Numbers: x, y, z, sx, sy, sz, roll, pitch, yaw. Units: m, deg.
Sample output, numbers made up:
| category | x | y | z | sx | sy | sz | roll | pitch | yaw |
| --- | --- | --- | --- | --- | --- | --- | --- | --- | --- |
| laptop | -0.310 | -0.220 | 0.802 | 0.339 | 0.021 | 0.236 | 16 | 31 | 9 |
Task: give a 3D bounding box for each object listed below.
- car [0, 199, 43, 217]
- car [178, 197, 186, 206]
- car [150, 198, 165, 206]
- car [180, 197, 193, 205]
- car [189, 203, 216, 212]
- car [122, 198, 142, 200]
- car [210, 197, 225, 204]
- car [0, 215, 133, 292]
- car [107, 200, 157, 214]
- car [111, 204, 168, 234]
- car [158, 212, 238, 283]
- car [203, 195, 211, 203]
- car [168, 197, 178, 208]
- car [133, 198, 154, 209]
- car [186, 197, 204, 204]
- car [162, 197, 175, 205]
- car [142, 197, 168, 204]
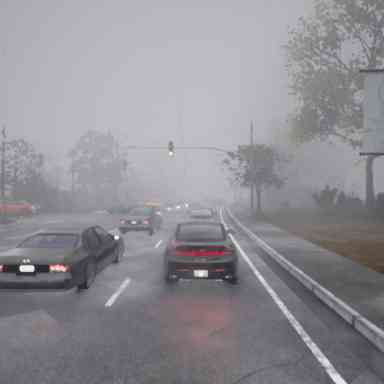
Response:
| category | x | y | z | sx | sy | sz | roll | pitch | yaw |
| --- | --- | --- | --- | --- | --- | --- | --- | --- | --- |
| car | -17.547 | 1.557 | 33.766 | 4.553 | 1.767 | 2.097 | 0 | 0 | 5 |
| car | -2.721 | 1.886 | 64.734 | 2.128 | 1.511 | 4.902 | 0 | 0 | 8 |
| car | -6.510 | 1.908 | 62.779 | 1.812 | 1.442 | 4.674 | 0 | 0 | 8 |
| car | -1.255 | 1.980 | 74.900 | 2.128 | 1.511 | 4.902 | 0 | 0 | 9 |
| car | 0.606 | 1.652 | 20.700 | 1.812 | 1.442 | 4.674 | 0 | 0 | 3 |
| car | -8.569 | 1.620 | 43.953 | 2.097 | 1.767 | 4.553 | 0 | 0 | 5 |
| car | 5.828 | 1.975 | 74.891 | 1.812 | 1.442 | 4.674 | 0 | 0 | 9 |
| car | -3.276 | 1.604 | 9.208 | 2.033 | 1.411 | 5.357 | 0 | 0 | 1 |
| car | -6.402 | 1.811 | 34.555 | 4.718 | 1.301 | 1.895 | 0 | 0 | -13 |
| car | -2.947 | 1.669 | 19.926 | 2.033 | 1.411 | 5.357 | 0 | 0 | 2 |
| car | 0.250 | 1.567 | 9.858 | 1.837 | 1.490 | 4.892 | 0 | 0 | 1 |
| car | 3.972 | 1.744 | 85.131 | 2.150 | 2.045 | 5.566 | 0 | 0 | 10 |
| car | -3.962 | 1.898 | 54.826 | 1.994 | 1.385 | 4.181 | 0 | 0 | 6 |
| car | -7.693 | 1.814 | 52.899 | 2.128 | 1.511 | 4.902 | 0 | 0 | 6 |
| car | 0.574 | 1.977 | 61.766 | 1.895 | 1.301 | 4.718 | 0 | 0 | 7 |
| car | -5.079 | 1.944 | 72.988 | 1.837 | 1.490 | 4.892 | 0 | 0 | 8 |
| car | -4.971 | 1.751 | 44.942 | 1.882 | 1.535 | 5.008 | 0 | 0 | 5 |
